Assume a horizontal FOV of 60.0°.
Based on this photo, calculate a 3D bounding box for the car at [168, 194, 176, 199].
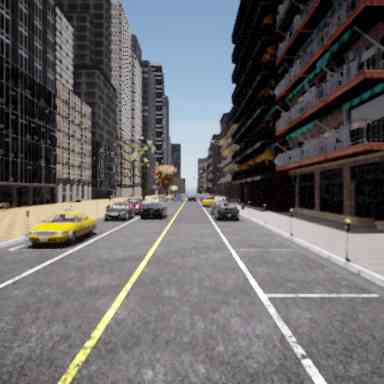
[{"bbox_3d":[-5.649,1.285,92.770,1.887,1.381,4.507,0,0,0],"label":"car"}]

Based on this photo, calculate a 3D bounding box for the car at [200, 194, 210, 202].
[{"bbox_3d":[2.721,1.228,70.635,1.967,1.590,4.097,0,0,0],"label":"car"}]

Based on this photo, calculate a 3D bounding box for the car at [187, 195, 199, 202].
[{"bbox_3d":[0.031,1.294,66.526,2.128,1.511,4.902,0,0,0],"label":"car"}]

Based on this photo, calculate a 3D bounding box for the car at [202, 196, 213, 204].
[{"bbox_3d":[2.716,1.397,59.571,1.802,1.307,4.206,0,0,0],"label":"car"}]

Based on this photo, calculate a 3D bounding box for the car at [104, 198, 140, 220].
[{"bbox_3d":[-5.678,1.461,26.379,2.008,1.369,4.403,0,0,0],"label":"car"}]

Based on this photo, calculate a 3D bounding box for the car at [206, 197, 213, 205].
[{"bbox_3d":[2.705,1.443,31.908,2.008,1.369,4.403,0,0,0],"label":"car"}]

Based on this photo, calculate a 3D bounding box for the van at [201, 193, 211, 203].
[{"bbox_3d":[2.719,1.142,65.102,1.690,1.788,3.998,0,0,0],"label":"van"}]

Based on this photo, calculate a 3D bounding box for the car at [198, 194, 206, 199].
[{"bbox_3d":[2.731,1.291,92.767,2.008,1.369,4.403,0,0,0],"label":"car"}]

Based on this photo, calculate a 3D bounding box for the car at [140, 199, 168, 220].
[{"bbox_3d":[-3.086,1.508,27.347,1.895,1.301,4.718,0,0,0],"label":"car"}]

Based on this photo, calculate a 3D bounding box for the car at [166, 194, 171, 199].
[{"bbox_3d":[-5.661,1.383,65.108,1.802,1.307,4.206,0,0,0],"label":"car"}]

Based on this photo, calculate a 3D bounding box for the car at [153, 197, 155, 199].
[{"bbox_3d":[-5.674,1.426,37.444,2.008,1.369,4.403,0,0,0],"label":"car"}]

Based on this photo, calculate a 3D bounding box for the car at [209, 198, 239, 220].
[{"bbox_3d":[2.702,1.461,26.375,2.008,1.369,4.403,0,0,0],"label":"car"}]

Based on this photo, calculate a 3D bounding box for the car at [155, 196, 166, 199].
[{"bbox_3d":[-5.666,1.354,53.872,1.752,1.417,4.829,0,0,0],"label":"car"}]

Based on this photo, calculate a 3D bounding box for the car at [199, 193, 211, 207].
[{"bbox_3d":[2.372,1.303,47.364,1.801,1.575,5.366,0,0,0],"label":"car"}]

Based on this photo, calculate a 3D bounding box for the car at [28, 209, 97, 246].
[{"bbox_3d":[-5.683,1.472,15.144,1.752,1.417,4.829,0,0,0],"label":"car"}]

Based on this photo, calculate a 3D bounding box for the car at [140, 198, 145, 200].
[{"bbox_3d":[-5.676,1.332,31.912,1.967,1.590,4.097,0,0,0],"label":"car"}]

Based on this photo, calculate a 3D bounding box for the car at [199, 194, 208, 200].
[{"bbox_3d":[2.727,1.313,81.701,2.008,1.369,4.403,0,0,0],"label":"car"}]

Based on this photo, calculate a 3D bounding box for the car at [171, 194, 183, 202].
[{"bbox_3d":[-2.968,1.141,69.373,2.097,1.767,4.553,0,0,0],"label":"car"}]

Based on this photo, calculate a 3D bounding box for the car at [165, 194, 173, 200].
[{"bbox_3d":[-5.654,1.288,81.535,1.752,1.417,4.829,0,0,0],"label":"car"}]
